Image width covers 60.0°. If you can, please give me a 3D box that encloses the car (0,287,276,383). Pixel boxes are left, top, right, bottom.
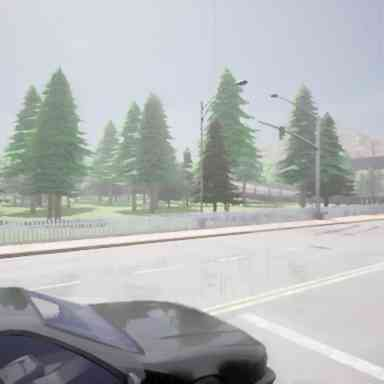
[{"bbox_3d":[-1.775,1.547,2.499,5.357,1.411,2.033,0,0,-36],"label":"car"}]
